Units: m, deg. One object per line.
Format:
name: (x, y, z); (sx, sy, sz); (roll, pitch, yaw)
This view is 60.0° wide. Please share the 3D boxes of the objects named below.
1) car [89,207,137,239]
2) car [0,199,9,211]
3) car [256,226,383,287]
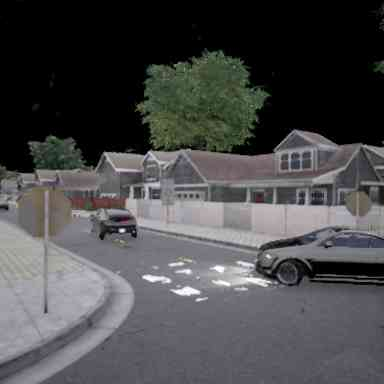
car: (-4.343, 1.587, 18.065); (1.837, 1.490, 4.892); (0, 0, -24)
car: (-24.748, 1.595, 42.574); (1.882, 1.535, 5.008); (1, 0, -36)
car: (3.822, 1.632, 8.769); (4.181, 1.385, 1.994); (0, 1, 10)
